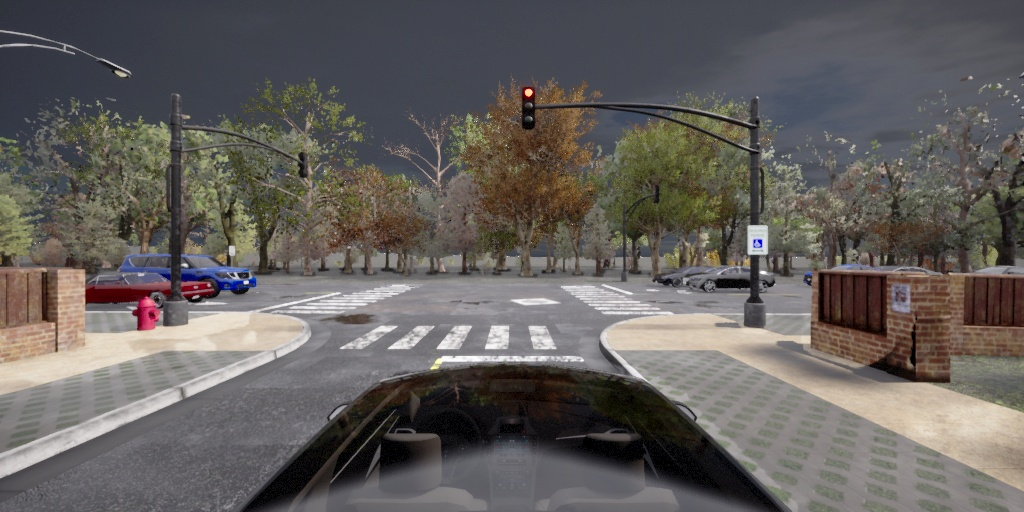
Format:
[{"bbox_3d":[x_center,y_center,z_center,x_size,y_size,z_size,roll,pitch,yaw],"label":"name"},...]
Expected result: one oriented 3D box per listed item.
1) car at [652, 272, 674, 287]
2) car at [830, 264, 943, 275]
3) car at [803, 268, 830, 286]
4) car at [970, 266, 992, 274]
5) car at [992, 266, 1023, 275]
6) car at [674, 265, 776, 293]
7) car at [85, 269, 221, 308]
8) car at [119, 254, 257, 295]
[{"bbox_3d":[12.327,1.353,24.002,5.357,1.411,2.033,0,0,0],"label":"car"},{"bbox_3d":[21.942,1.326,20.762,4.902,1.511,2.128,0,0,0],"label":"car"},{"bbox_3d":[22.385,1.317,24.014,5.008,1.535,1.882,0,0,0],"label":"car"},{"bbox_3d":[32.710,1.398,24.012,4.674,1.442,1.812,0,0,0],"label":"car"},{"bbox_3d":[31.853,1.357,20.767,4.902,1.511,2.128,0,0,0],"label":"car"},{"bbox_3d":[12.443,1.294,20.753,4.902,1.511,2.128,0,0,0],"label":"car"},{"bbox_3d":[-14.636,1.295,14.012,4.718,1.301,1.895,0,0,-3],"label":"car"},{"bbox_3d":[-15.562,0.916,17.262,5.566,2.045,2.150,0,0,0],"label":"car"}]
